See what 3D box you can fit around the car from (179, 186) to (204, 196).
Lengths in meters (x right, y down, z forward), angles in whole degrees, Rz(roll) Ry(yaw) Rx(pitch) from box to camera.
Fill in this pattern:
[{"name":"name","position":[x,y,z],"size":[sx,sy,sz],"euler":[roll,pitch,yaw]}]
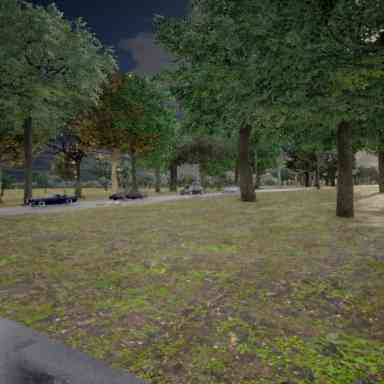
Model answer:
[{"name":"car","position":[0.014,-0.211,52.038],"size":[1.837,1.490,4.892],"euler":[-1,3,38]}]

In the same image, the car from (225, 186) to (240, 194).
[{"name":"car","position":[7.480,-0.414,55.709],"size":[1.895,1.301,4.718],"euler":[-1,2,37]}]

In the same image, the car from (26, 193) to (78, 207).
[{"name":"car","position":[-14.159,0.784,33.652],"size":[1.895,1.301,4.718],"euler":[-1,2,38]}]

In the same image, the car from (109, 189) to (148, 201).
[{"name":"car","position":[-7.865,0.324,41.839],"size":[2.033,1.411,5.357],"euler":[-1,2,37]}]
